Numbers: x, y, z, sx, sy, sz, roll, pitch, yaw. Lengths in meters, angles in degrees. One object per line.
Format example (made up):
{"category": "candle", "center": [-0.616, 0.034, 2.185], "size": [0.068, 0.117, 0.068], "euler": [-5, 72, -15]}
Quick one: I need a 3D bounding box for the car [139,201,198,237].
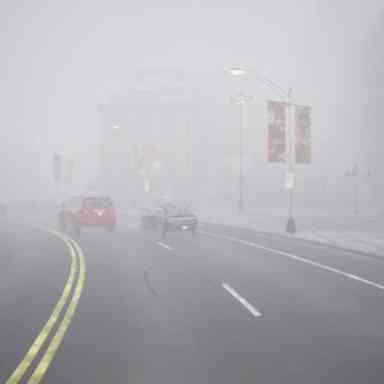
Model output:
{"category": "car", "center": [-1.405, 1.485, 18.022], "size": [2.128, 1.511, 4.902], "euler": [0, 0, -26]}

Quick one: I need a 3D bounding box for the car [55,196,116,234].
{"category": "car", "center": [-6.283, 1.242, 19.688], "size": [2.150, 2.045, 5.566], "euler": [0, 0, -33]}

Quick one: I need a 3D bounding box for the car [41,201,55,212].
{"category": "car", "center": [-14.505, 1.648, 37.300], "size": [4.718, 1.301, 1.895], "euler": [0, 0, 38]}

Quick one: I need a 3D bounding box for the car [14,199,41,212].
{"category": "car", "center": [-19.439, 1.599, 40.216], "size": [4.674, 1.452, 2.002], "euler": [0, 0, 28]}

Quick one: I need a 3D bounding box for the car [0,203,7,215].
{"category": "car", "center": [-20.492, 1.568, 33.127], "size": [5.008, 1.535, 1.882], "euler": [0, 0, 33]}
